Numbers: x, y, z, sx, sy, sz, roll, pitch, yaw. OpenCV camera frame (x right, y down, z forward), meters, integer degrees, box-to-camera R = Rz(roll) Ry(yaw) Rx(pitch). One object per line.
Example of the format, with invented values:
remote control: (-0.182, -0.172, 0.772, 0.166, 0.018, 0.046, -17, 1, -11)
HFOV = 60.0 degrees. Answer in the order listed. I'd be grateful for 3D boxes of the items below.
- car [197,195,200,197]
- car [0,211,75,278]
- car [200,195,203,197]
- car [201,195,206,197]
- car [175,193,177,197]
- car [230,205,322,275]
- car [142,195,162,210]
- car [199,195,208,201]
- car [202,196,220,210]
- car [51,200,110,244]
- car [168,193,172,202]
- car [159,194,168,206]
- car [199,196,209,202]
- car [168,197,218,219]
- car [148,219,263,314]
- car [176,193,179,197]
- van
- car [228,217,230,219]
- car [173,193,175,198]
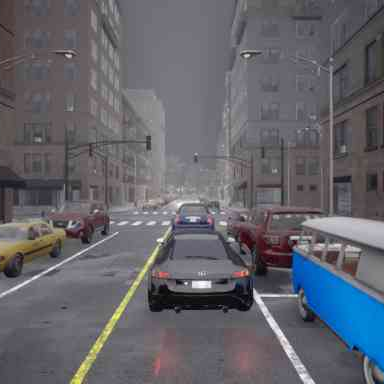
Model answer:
car: (2.716, 1.548, 70.435, 2.008, 1.369, 4.403, 0, 0, 0)
car: (-5.388, 1.525, 10.178, 1.752, 1.417, 4.829, 0, 0, 0)
car: (2.698, 1.547, 53.989, 2.008, 1.369, 4.403, 0, 0, 0)
car: (2.692, 1.541, 48.507, 1.887, 1.381, 4.507, 0, 0, 0)
car: (-5.311, 1.563, 81.409, 1.947, 1.339, 4.313, 0, 0, 0)
car: (2.650, 1.314, 10.338, 2.192, 1.841, 5.009, 0, 0, 0)
car: (-5.368, 1.521, 42.864, 1.752, 1.417, 4.829, 0, 0, 0)
car: (2.728, 1.437, 81.399, 1.967, 1.590, 4.097, 0, 0, 0)
car: (2.686, 1.547, 43.026, 2.008, 1.369, 4.403, 0, 0, 0)
car: (-5.382, 1.314, 16.027, 2.192, 1.841, 5.009, 0, 0, 0)
car: (-5.343, 1.311, 59.480, 2.192, 1.841, 5.009, 0, 0, 0)
car: (-5.352, 1.522, 53.828, 1.752, 1.417, 4.829, 0, 0, 0)
car: (2.722, 1.548, 75.917, 2.008, 1.369, 4.403, 0, 0, 0)
car: (0.069, 1.350, 17.788, 2.097, 1.767, 4.553, 0, 0, 0)
car: (0.107, 1.564, 7.732, 1.994, 1.385, 4.181, 0, 0, -2)
car: (-5.303, 1.312, 86.890, 2.192, 1.841, 5.009, 0, 0, 0)
van: (2.643, 1.341, 4.659, 1.690, 1.788, 3.998, 0, 0, 0)
car: (2.656, 1.581, 16.017, 1.802, 1.307, 4.206, 0, 0, 0)
car: (-5.327, 1.437, 70.444, 1.967, 1.590, 4.097, 0, 0, 0)
